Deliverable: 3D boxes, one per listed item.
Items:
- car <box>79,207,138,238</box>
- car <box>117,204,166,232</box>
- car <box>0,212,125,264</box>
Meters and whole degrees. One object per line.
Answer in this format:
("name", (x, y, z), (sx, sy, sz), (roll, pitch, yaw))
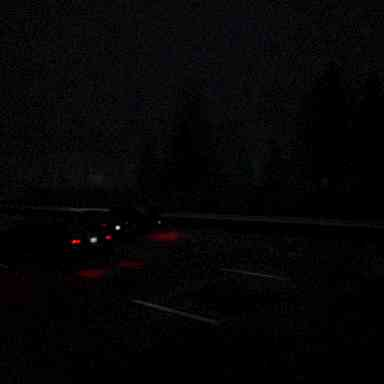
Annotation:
("car", (-4.942, 1.561, 16.052), (4.181, 1.385, 1.994), (0, 0, 36))
("car", (-3.778, 1.474, 19.530), (5.008, 1.535, 1.882), (0, 0, 36))
("car", (-5.093, 1.545, 11.835), (5.357, 1.411, 2.033), (0, 0, 36))
